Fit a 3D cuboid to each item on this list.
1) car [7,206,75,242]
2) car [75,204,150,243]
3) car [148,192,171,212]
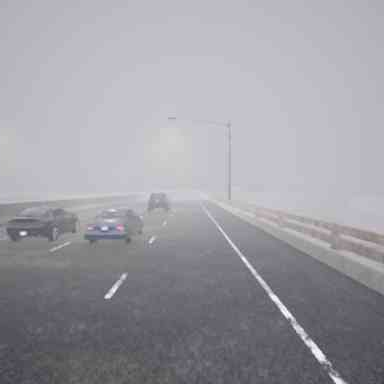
[{"bbox_3d":[-6.975,1.447,16.142,1.837,1.490,4.892,0,0,0],"label":"car"},{"bbox_3d":[-3.476,1.485,15.688,2.033,1.411,5.357,0,0,0],"label":"car"},{"bbox_3d":[-3.583,1.066,36.839,2.150,2.045,5.566,0,0,0],"label":"car"}]
